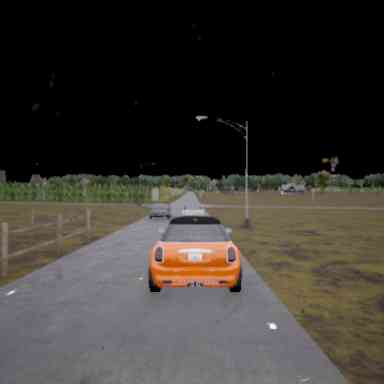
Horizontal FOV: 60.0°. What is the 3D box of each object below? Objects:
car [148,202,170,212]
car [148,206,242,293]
[{"bbox_3d":[-2.865,1.743,30.822,1.837,1.490,4.892,0,0,0],"label":"car"},{"bbox_3d":[0.076,1.430,9.231,2.097,1.767,4.553,0,-1,0],"label":"car"}]
